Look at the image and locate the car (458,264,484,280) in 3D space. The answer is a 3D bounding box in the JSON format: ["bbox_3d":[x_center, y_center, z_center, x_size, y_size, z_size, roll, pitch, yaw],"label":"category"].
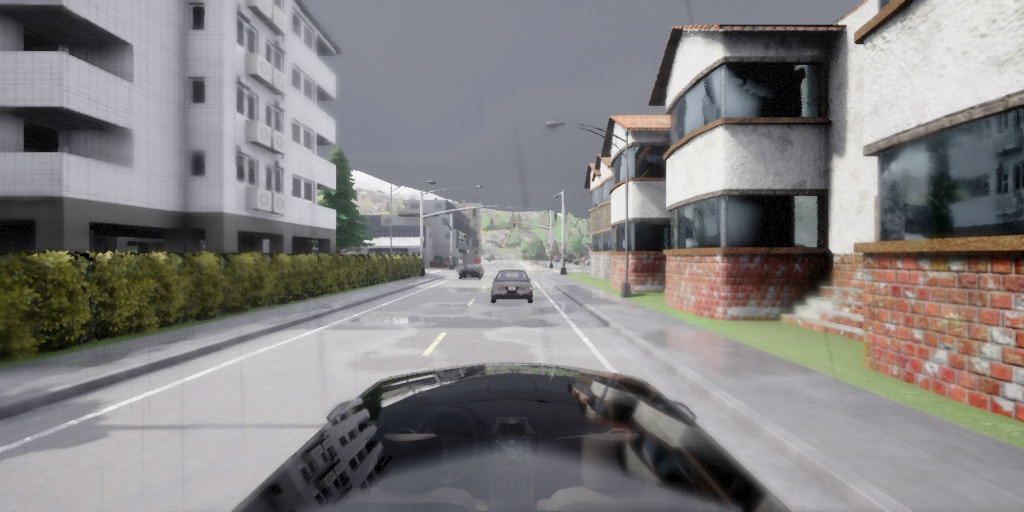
[{"bbox_3d":[-3.500,1.403,31.430,1.895,1.301,4.718,0,0,0],"label":"car"}]

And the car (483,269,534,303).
[{"bbox_3d":[0.000,1.311,16.500,2.033,1.411,5.357,0,0,0],"label":"car"}]
